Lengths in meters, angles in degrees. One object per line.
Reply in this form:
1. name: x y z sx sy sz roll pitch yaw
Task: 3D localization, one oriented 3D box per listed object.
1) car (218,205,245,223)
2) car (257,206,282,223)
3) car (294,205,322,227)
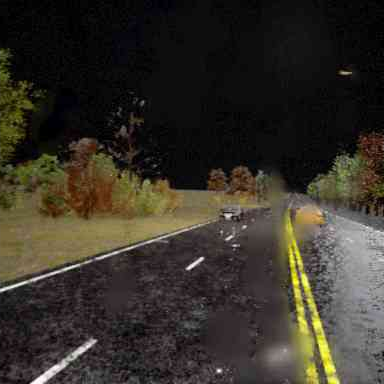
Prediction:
1. car: 3.711 1.927 30.610 2.128 1.511 4.902 2 -1 16
2. car: 7.344 2.071 31.542 1.837 1.490 4.892 2 -1 16
3. car: 10.179 2.113 28.947 1.882 1.535 5.008 2 0 16
